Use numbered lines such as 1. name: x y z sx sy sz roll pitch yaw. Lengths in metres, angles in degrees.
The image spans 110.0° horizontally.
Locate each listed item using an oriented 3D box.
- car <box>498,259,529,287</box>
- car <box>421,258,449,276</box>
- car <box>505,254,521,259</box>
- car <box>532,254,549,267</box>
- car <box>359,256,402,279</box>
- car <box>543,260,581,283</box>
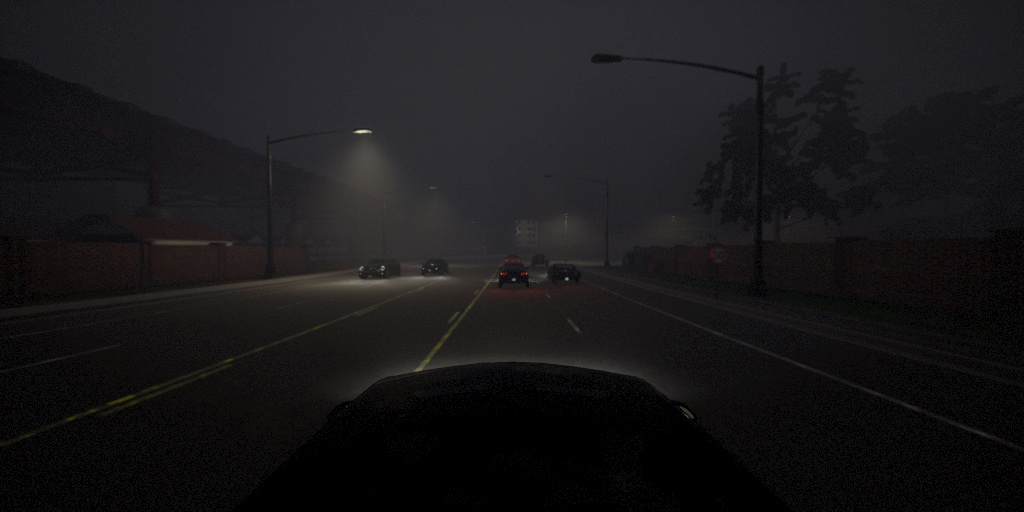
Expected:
1. car: 0.107 1.150 23.027 1.812 1.442 4.674 0 1 0
2. car: -6.994 0.966 32.867 1.837 1.490 4.892 0 1 0
3. car: 0.127 0.560 45.195 2.097 1.767 4.553 0 1 0
4. car: 3.958 0.484 48.852 2.097 1.767 4.553 1 1 9
5. car: -10.536 0.882 28.894 2.097 1.767 4.553 0 1 1
6. car: 3.608 1.184 25.815 1.895 1.301 4.718 0 1 0
